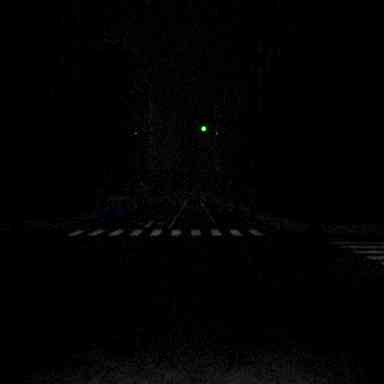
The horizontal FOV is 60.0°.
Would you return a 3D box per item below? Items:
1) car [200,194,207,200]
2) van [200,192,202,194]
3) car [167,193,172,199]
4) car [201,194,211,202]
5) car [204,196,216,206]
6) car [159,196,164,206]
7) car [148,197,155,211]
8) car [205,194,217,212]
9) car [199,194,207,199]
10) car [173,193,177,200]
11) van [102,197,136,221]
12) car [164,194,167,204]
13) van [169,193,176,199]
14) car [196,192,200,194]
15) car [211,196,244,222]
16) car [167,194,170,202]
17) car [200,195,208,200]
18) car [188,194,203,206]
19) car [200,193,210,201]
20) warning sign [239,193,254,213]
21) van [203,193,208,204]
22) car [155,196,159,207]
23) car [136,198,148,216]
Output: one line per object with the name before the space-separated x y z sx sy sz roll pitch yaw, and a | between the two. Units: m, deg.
car | 3.033 1.355 88.134 1.947 1.339 4.313 0 0 0
van | 2.946 1.190 65.456 1.690 1.788 3.998 0 0 0
car | -5.579 1.397 65.480 1.887 1.381 4.507 0 0 0
car | 2.968 1.274 71.126 1.967 1.590 4.097 0 0 0
car | 2.904 1.402 54.288 1.752 1.417 4.829 0 0 0
car | -5.645 1.460 48.476 1.947 1.339 4.313 0 0 0
car | -5.688 1.485 37.140 1.947 1.339 4.313 0 0 0
car | 2.838 1.356 37.110 1.967 1.590 4.097 0 0 0
car | 3.055 1.325 93.802 2.008 1.369 4.403 0 0 0
car | -5.514 1.122 82.485 2.192 1.841 5.009 0 0 0
van | -5.732 1.285 25.802 1.690 1.788 3.998 0 0 0
car | -5.623 1.406 53.974 1.752 1.417 4.829 0 0 0
van | -5.471 1.118 93.821 1.690 1.788 3.998 0 0 0
car | 0.296 1.198 66.865 2.097 1.767 4.553 0 0 0
car | 2.794 1.380 25.772 1.967 1.590 4.097 0 0 0
car | -5.601 1.432 59.812 1.947 1.339 4.313 0 0 0
car | 3.012 1.370 82.465 1.947 1.339 4.313 0 0 0
car | 0.333 1.410 51.628 1.812 1.442 4.674 0 0 1
car | 2.989 1.134 76.795 2.192 1.841 5.009 0 0 0
warning sign | 5.218 1.042 31.756 1.300 1.860 1.060 0 0 0
van | 2.881 1.231 48.449 1.690 1.788 3.998 0 0 0
car | -5.666 1.489 42.808 1.802 1.307 4.206 0 0 0
car | -5.710 1.372 31.471 1.967 1.590 4.097 0 0 0
